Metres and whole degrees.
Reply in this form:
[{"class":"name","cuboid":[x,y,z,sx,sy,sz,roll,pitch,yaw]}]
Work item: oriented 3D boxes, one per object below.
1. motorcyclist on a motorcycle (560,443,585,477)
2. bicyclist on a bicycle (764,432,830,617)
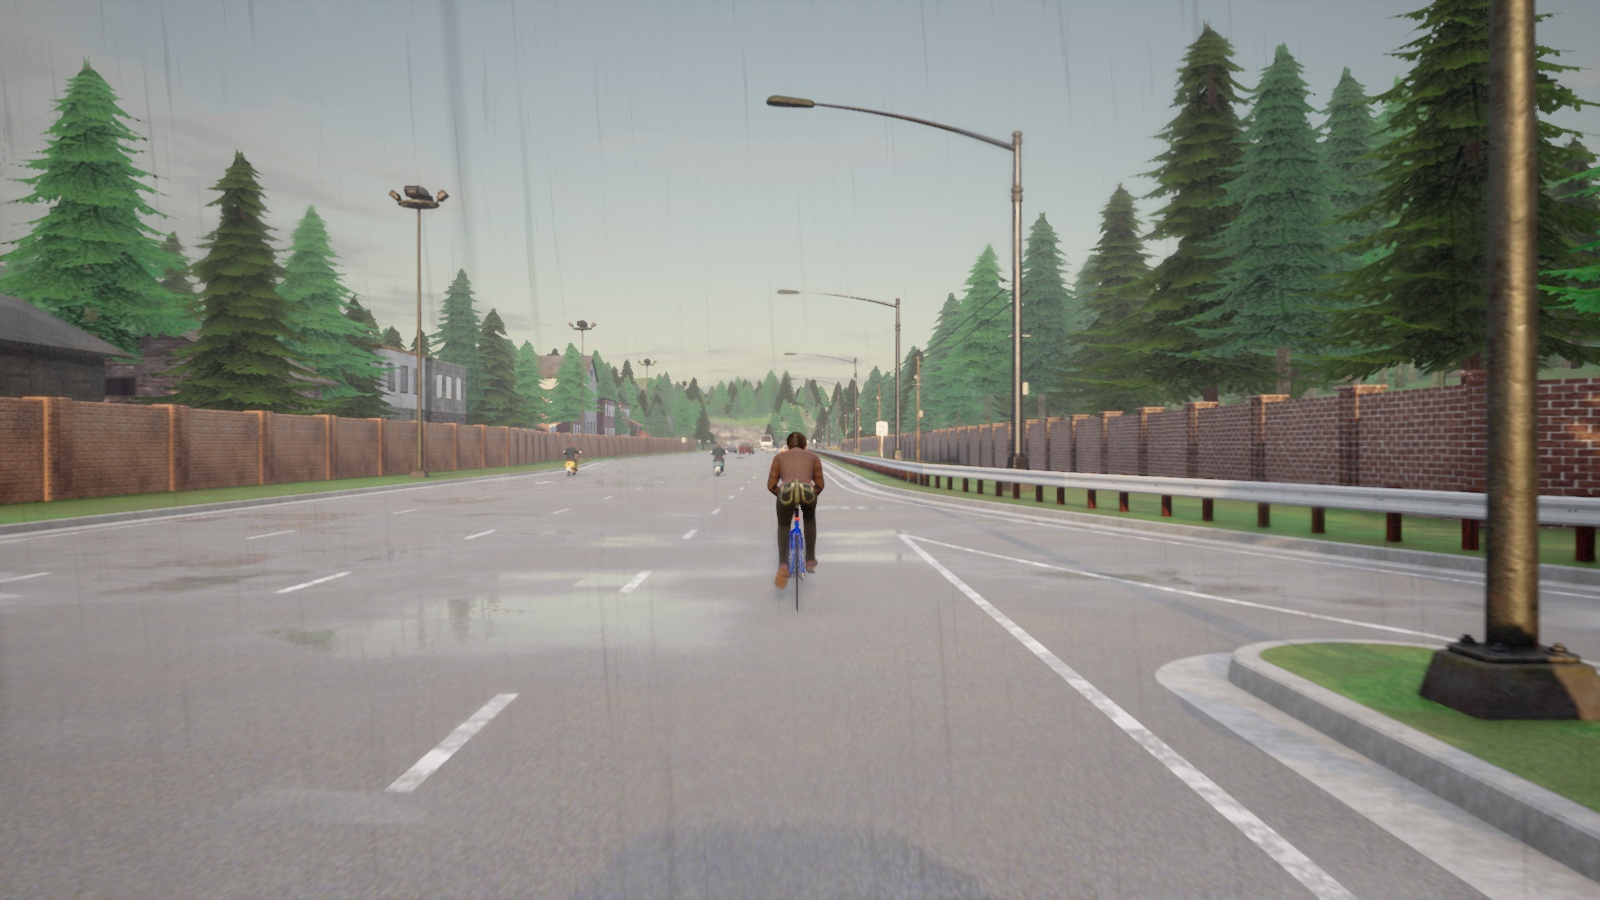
[{"class":"motorcyclist on a motorcycle","cuboid":[-10.847,0.452,59.853,0.866,1.590,1.817,0,0,0]},{"class":"bicyclist on a bicycle","cuboid":[-0.030,0.652,11.837,0.582,1.620,1.656,0,0,0]}]
